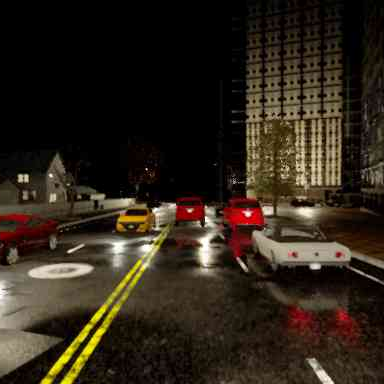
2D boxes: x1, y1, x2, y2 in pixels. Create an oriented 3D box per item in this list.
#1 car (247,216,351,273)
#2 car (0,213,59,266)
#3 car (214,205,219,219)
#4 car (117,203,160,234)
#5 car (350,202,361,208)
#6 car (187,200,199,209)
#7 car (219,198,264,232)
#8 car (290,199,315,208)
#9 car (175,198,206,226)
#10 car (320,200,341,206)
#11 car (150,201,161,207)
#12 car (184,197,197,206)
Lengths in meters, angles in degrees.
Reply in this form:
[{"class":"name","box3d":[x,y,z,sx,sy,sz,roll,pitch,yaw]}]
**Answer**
[{"class":"car","box3d":[3.252,1.699,10.985,1.895,1.301,4.718,0,-1,0]},{"class":"car","box3d":[-6.598,1.587,12.158,1.882,1.535,5.008,0,-1,0]},{"class":"car","box3d":[3.256,1.903,32.992,1.895,1.301,4.718,0,-1,0]},{"class":"car","box3d":[-3.346,1.665,20.776,1.882,1.535,5.008,0,-1,0]},{"class":"car","box3d":[33.671,2.597,65.415,4.507,1.381,1.887,0,1,20]},{"class":"car","box3d":[0.099,2.109,57.398,1.994,1.385,4.181,0,0,0]},{"class":"car","box3d":[3.254,1.420,21.992,2.150,2.045,5.566,0,-1,0]},{"class":"car","box3d":[23.025,2.316,69.312,5.009,1.841,2.192,0,1,20]},{"class":"car","box3d":[-0.108,1.459,26.013,2.150,2.045,5.566,0,0,1]},{"class":"car","box3d":[31.060,2.448,74.764,4.403,1.369,2.008,0,1,20]},{"class":"car","box3d":[-6.490,2.174,57.309,1.895,1.301,4.718,0,-1,0]},{"class":"car","box3d":[-0.337,2.064,73.700,2.097,1.767,4.553,0,-1,-11]}]
